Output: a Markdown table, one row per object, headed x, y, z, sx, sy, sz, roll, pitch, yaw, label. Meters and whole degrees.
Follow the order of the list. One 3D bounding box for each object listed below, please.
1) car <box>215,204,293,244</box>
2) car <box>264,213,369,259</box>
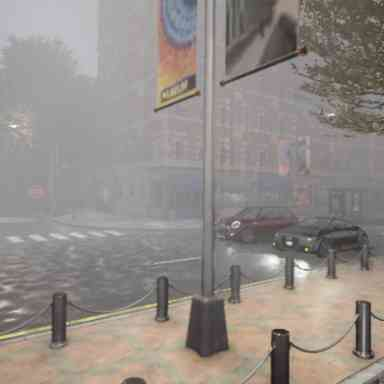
| x | y | z | sx | sy | sz | roll | pitch | yaw | label |
| --- | --- | --- | --- | --- | --- | --- | --- | --- | --- |
| 3.221 | 1.476 | 16.506 | 4.553 | 1.767 | 2.097 | 1 | -1 | -29 | car |
| 5.143 | 1.684 | 13.191 | 4.181 | 1.385 | 1.994 | 1 | 0 | -35 | car |
